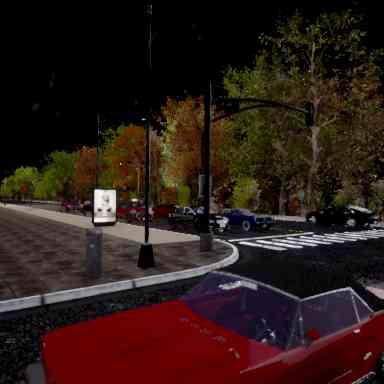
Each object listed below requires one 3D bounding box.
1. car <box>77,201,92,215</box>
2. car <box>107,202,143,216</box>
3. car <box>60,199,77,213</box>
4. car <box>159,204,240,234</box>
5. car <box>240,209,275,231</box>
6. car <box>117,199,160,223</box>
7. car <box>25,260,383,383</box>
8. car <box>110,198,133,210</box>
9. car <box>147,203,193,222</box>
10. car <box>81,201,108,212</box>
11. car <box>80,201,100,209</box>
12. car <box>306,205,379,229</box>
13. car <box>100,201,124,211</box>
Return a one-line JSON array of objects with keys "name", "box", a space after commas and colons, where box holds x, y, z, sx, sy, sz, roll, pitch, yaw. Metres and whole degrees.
[{"name": "car", "box": [-10.125, 1.770, 35.218, 2.128, 1.511, 4.902, 1, -1, -35]}, {"name": "car", "box": [-7.559, 1.871, 37.215, 2.033, 1.411, 5.357, 1, -1, -34]}, {"name": "car", "box": [-15.725, 1.732, 43.375, 2.097, 1.767, 4.553, 1, -1, -34]}, {"name": "car", "box": [0.294, 1.582, 20.113, 2.128, 1.511, 4.902, 1, -1, -34]}, {"name": "car", "box": [3.117, 1.732, 21.764, 1.895, 1.301, 4.718, 1, -1, -35]}, {"name": "car", "box": [-4.923, 1.537, 27.686, 2.097, 1.767, 4.553, 1, -1, -35]}, {"name": "car", "box": [0.754, 1.605, 3.847, 4.718, 1.301, 1.895, 0, 0, -35]}, {"name": "car", "box": [-11.586, 1.935, 54.709, 2.097, 1.767, 4.553, 1, -1, -34]}, {"name": "car", "box": [-2.036, 1.750, 29.220, 1.812, 1.442, 4.674, 1, -1, -35]}, {"name": "car", "box": [-13.555, 1.980, 45.955, 2.033, 1.411, 5.357, 1, -1, -34]}, {"name": "car", "box": [-17.843, 2.204, 57.967, 1.895, 1.301, 4.718, 1, -1, -35]}, {"name": "car", "box": [10.281, 1.696, 23.185, 1.837, 1.490, 4.892, 1, -1, -35]}, {"name": "car", "box": [-11.972, 2.024, 49.526, 1.812, 1.442, 4.674, 1, -1, -34]}]
